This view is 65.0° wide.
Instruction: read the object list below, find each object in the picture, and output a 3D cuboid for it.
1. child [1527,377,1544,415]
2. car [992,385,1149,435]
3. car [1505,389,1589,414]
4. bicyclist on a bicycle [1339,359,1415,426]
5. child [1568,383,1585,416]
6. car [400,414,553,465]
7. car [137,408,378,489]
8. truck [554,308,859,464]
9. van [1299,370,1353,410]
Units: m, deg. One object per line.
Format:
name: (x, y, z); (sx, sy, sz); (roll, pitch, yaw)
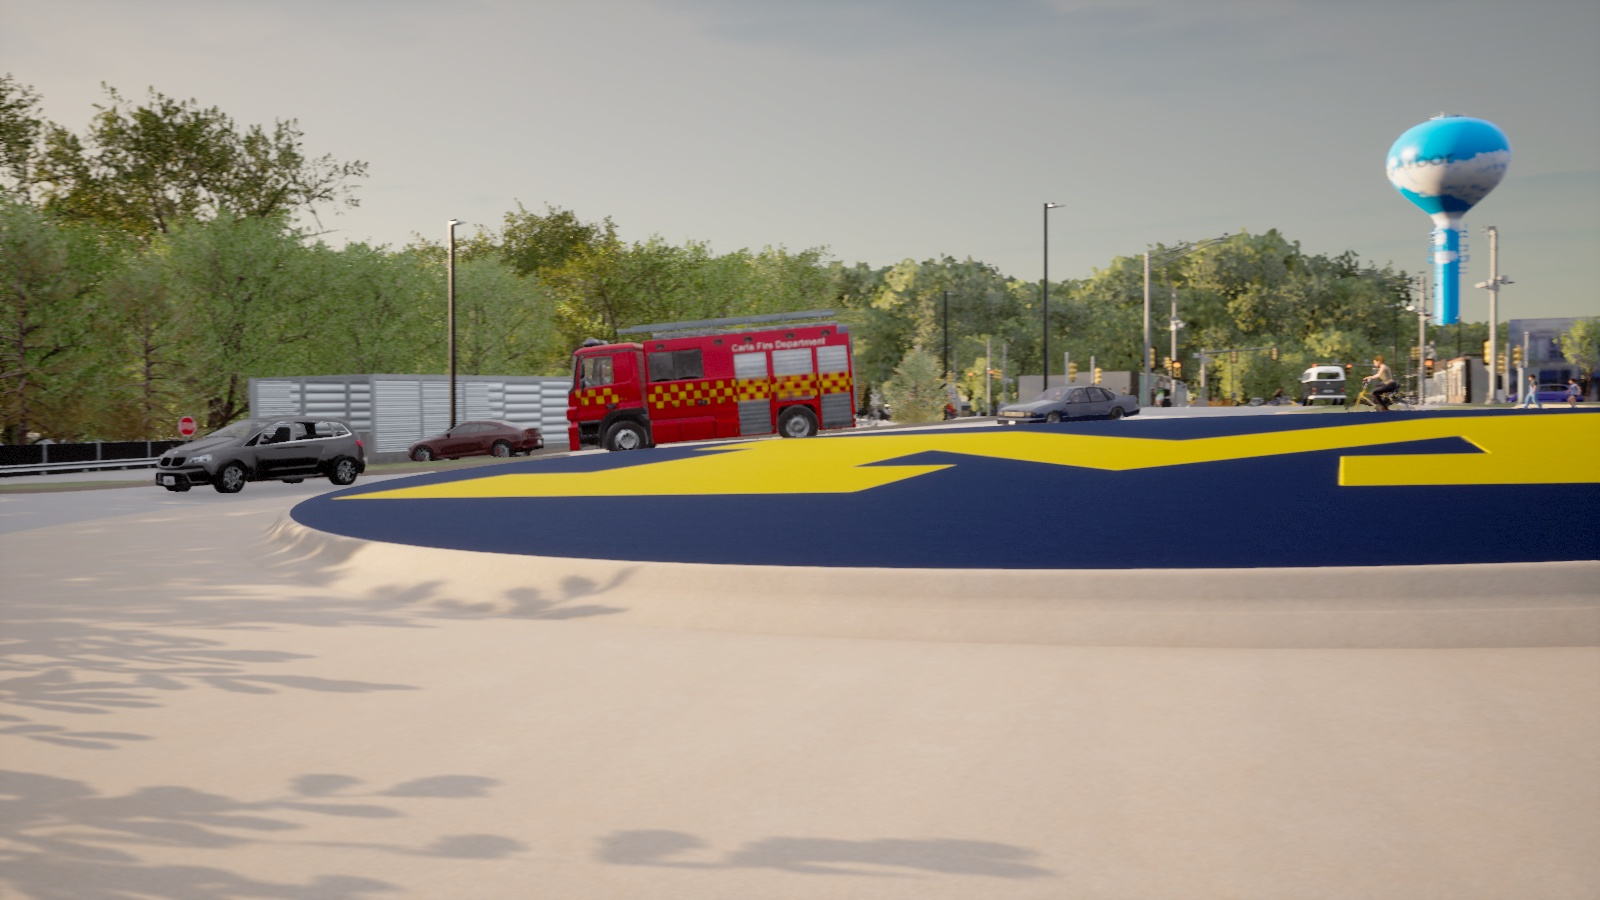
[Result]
child: (24.666, -1.809, 42.115); (0.437, 1.263, 0.270); (0, 1, 11)
car: (9.254, -1.402, 42.765); (5.357, 1.411, 2.033); (-4, 5, -33)
car: (45.929, -2.974, 77.351); (4.193, 1.474, 1.816); (1, 1, 22)
bicyclist on a bicycle: (14.360, -1.423, 31.261); (1.509, 1.612, 0.866); (0, 3, 40)
child: (25.855, -1.684, 41.813); (0.394, 1.110, 0.255); (0, 1, 2)
car: (-11.117, -0.364, 43.303); (4.674, 1.442, 1.812); (-4, 1, 9)
car: (-12.397, -0.100, 29.017); (2.242, 1.667, 4.611); (0, 2, 32)
truck: (-2.648, -1.901, 37.373); (8.468, 3.827, 2.891); (-4, 3, 2)
van: (27.617, -3.121, 66.077); (2.069, 2.038, 4.480); (0, 2, 16)
